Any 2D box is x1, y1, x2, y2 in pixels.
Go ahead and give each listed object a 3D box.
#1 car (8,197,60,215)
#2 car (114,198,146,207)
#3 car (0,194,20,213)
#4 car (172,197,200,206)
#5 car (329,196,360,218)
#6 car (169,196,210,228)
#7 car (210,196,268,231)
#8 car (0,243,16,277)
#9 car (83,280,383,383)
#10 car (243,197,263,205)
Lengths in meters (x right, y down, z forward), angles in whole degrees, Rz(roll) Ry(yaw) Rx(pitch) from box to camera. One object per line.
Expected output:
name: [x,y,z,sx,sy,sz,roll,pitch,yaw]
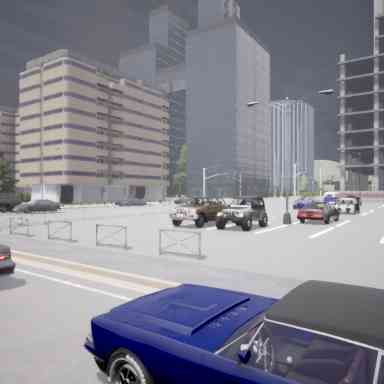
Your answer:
car: [-15.884,1.526,34.274,1.812,1.442,4.674,0,0,34]
car: [-9.257,1.547,50.453,2.033,1.411,5.357,0,0,34]
car: [-20.279,1.222,34.044,2.150,2.045,5.566,0,0,34]
car: [-0.948,1.547,56.461,2.033,1.411,5.357,0,0,34]
car: [15.019,1.395,32.246,1.970,1.475,3.806,0,0,34]
car: [0.626,1.153,20.959,1.932,1.855,4.605,0,0,34]
car: [2.993,1.156,19.293,1.905,1.878,3.866,0,0,34]
car: [-6.743,1.547,8.721,5.357,1.411,2.033,0,0,35]
car: [1.101,1.601,3.204,4.718,1.301,1.895,0,0,35]
car: [11.338,1.601,61.962,1.895,1.301,4.718,0,0,35]
